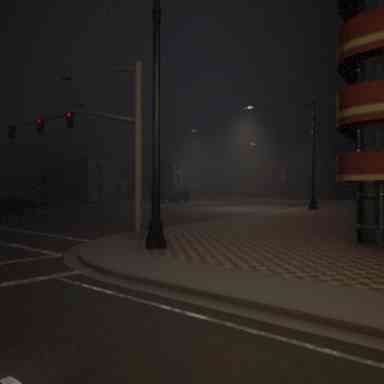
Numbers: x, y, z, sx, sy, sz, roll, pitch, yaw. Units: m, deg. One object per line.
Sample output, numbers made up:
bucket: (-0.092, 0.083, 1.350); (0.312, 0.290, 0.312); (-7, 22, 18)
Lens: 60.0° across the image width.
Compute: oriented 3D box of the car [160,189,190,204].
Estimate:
car: (-2.548, 0.600, 48.282); (2.150, 2.045, 5.566); (0, 1, 37)

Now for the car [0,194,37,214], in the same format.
car: (-16.492, 1.216, 29.636); (1.882, 1.535, 5.008); (0, 1, 37)
